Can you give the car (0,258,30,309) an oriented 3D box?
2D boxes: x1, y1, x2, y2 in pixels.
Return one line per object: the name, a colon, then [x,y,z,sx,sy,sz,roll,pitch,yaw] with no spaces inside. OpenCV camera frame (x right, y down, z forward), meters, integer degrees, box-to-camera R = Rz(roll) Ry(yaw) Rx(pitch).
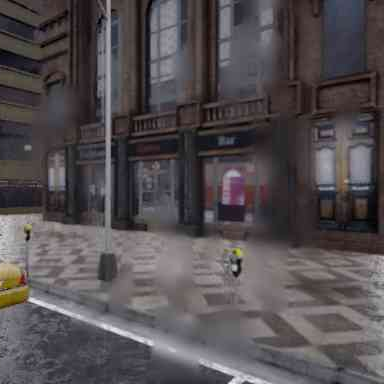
car: [-5.137,1.491,6.631,4.829,1.417,1.752,0,0,36]
